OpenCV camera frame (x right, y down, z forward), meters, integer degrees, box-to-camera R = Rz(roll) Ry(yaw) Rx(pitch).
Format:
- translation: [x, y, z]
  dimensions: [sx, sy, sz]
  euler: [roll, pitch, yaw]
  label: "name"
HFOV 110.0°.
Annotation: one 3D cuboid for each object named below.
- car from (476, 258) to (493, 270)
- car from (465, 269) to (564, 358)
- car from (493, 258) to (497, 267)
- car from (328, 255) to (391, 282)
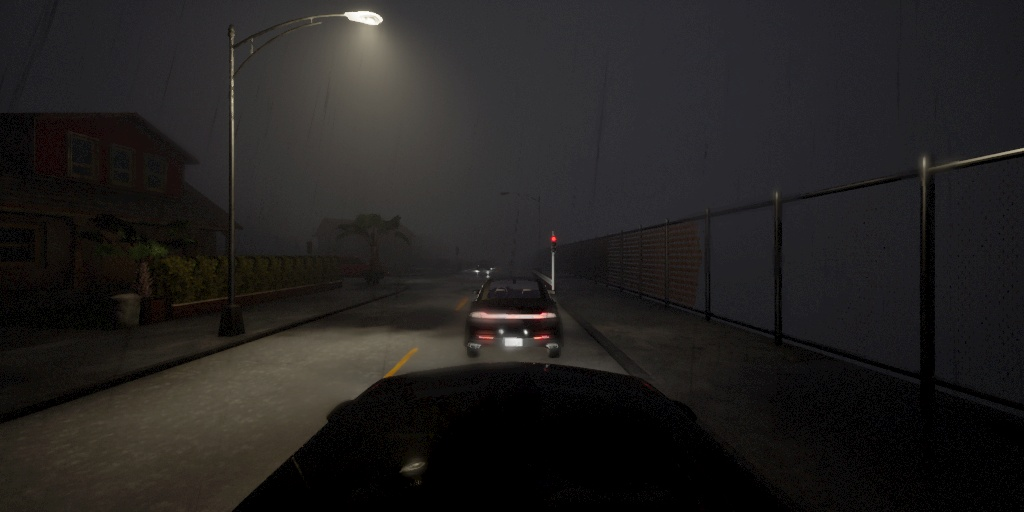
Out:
- translation: [-4.111, 1.255, 51.850]
  dimensions: [1.837, 1.490, 4.892]
  euler: [0, 0, 0]
  label: "car"
- translation: [0.052, 1.242, 8.465]
  dimensions: [2.128, 1.511, 4.902]
  euler: [0, 0, 0]
  label: "car"
- translation: [-4.095, 1.297, 61.715]
  dimensions: [2.033, 1.411, 5.357]
  euler: [0, 0, 0]
  label: "car"
- translation: [-12.666, 0.971, 28.687]
  dimensions: [5.566, 2.045, 2.150]
  euler: [0, 0, 0]
  label: "car"
